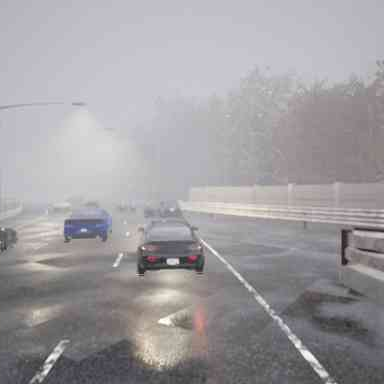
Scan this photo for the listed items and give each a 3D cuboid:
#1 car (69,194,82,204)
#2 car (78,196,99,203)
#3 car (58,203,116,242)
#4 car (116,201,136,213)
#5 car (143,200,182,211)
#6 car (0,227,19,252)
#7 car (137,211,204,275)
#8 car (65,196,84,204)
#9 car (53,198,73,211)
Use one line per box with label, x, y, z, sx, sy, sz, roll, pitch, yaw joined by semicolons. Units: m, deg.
car;-23.541;1.502;67.523;2.150;2.045;5.566;0;0;-37
car;-13.352;1.683;43.589;1.837;1.490;4.892;0;0;-24
car;-5.143;1.543;16.906;1.882;1.535;5.008;0;0;-10
car;-8.173;1.765;40.439;1.895;1.301;4.718;0;0;-21
car;-2.527;1.465;27.890;2.097;1.767;4.553;0;0;-27
car;-7.749;1.595;11.184;2.033;1.411;5.357;0;0;-8
car;-0.738;1.568;10.577;1.812;1.442;4.674;0;0;-6
car;-24.198;1.660;68.370;2.128;1.511;4.902;0;0;-40
car;-17.014;1.779;43.307;1.895;1.301;4.718;0;0;-25
